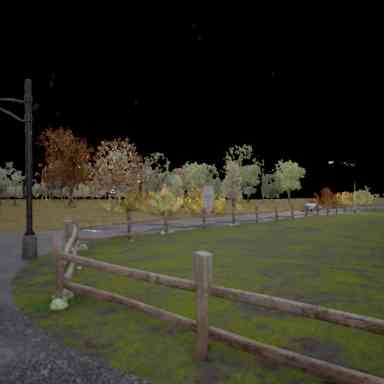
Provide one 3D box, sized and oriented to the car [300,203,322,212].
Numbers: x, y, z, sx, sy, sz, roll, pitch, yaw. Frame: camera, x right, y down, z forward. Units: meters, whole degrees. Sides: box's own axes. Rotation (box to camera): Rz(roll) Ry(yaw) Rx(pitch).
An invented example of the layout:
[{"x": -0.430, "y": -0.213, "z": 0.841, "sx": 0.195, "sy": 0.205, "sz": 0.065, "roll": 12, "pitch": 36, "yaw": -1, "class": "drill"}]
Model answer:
[{"x": 18.975, "y": 2.474, "z": 52.903, "sx": 2.033, "sy": 1.411, "sz": 5.357, "roll": -1, "pitch": -2, "yaw": 40, "class": "car"}]
